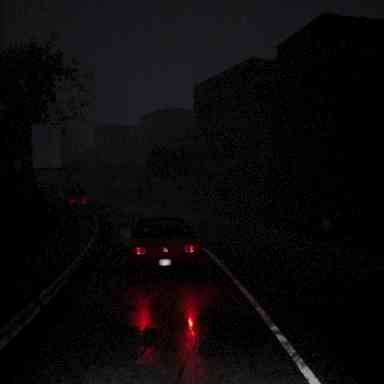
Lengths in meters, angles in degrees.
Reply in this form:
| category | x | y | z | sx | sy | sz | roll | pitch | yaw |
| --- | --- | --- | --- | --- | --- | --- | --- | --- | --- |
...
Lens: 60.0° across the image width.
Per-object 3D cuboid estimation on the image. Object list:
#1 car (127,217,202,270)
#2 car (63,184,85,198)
| category | x | y | z | sx | sy | sz | roll | pitch | yaw |
| --- | --- | --- | --- | --- | --- | --- | --- | --- | --- |
| car | -0.986 | 1.420 | 10.426 | 1.895 | 1.301 | 4.718 | -1 | 1 | -8 |
| car | -16.298 | -0.282 | 45.784 | 2.097 | 1.767 | 4.553 | -3 | 5 | -32 |
